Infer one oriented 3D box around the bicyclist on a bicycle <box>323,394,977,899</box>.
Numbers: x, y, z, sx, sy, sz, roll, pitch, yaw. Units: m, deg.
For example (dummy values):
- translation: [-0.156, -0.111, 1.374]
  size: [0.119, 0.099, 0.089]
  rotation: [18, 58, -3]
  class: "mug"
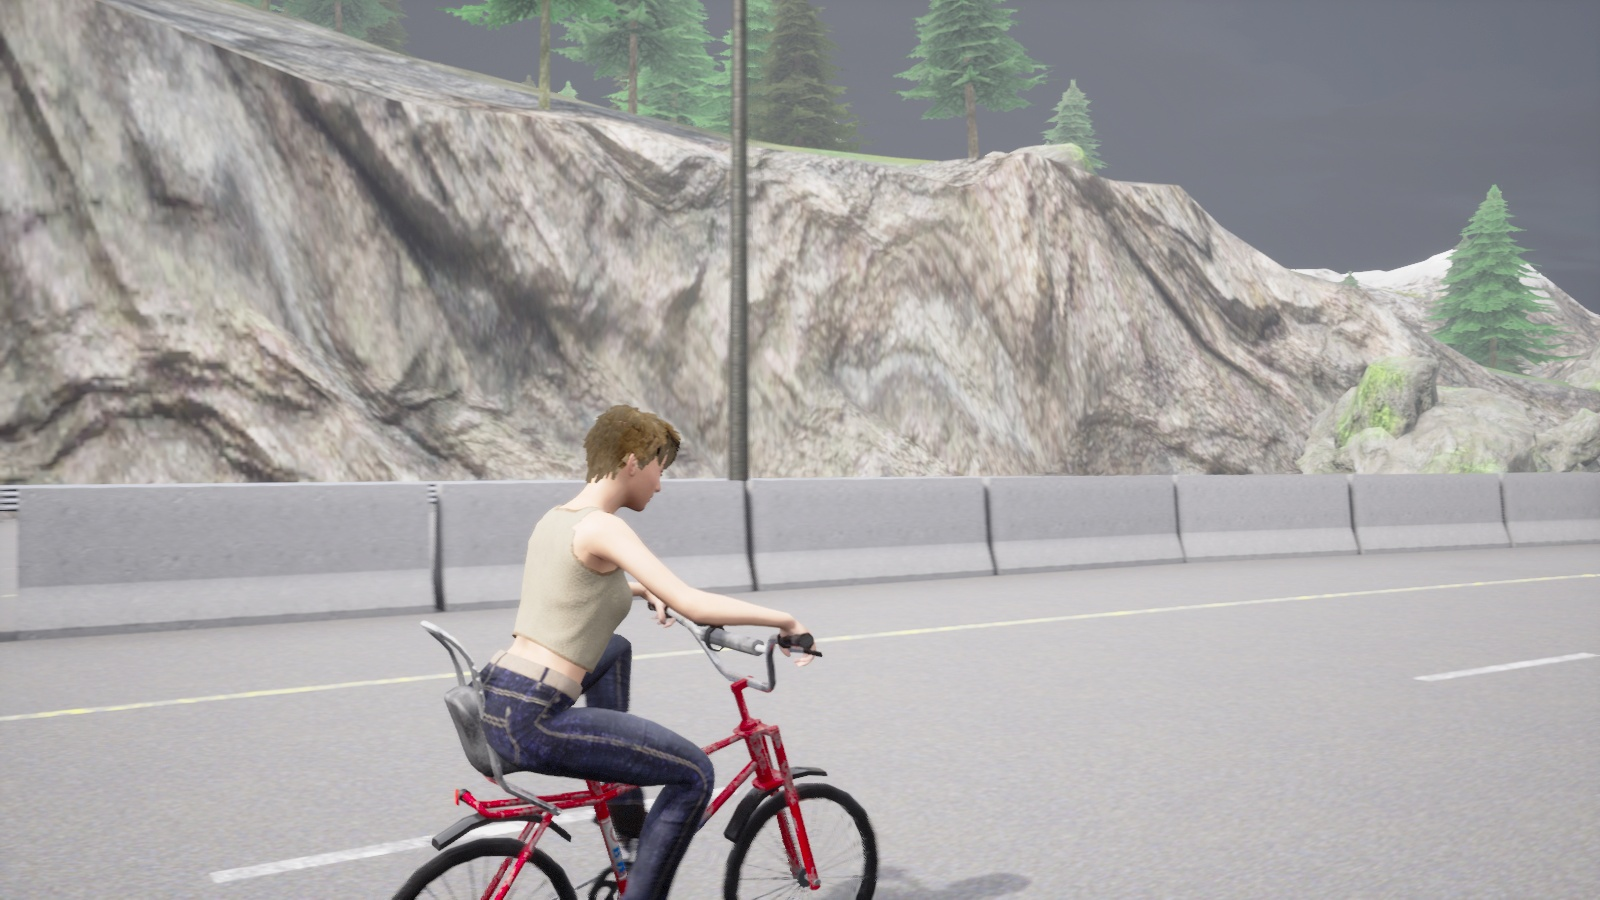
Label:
- translation: [-0.387, 0.690, 3.361]
  size: [1.509, 1.612, 0.866]
  rotation: [0, 0, -33]
  class: "bicyclist on a bicycle"
